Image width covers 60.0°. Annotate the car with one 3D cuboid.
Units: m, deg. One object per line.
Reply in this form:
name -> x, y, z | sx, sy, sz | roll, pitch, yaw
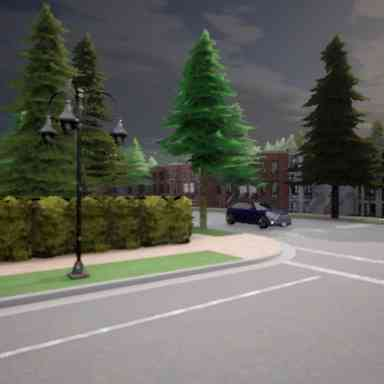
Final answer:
car -> 4.295, 1.370, 21.832 | 2.097, 1.767, 4.553 | 0, 0, -34
